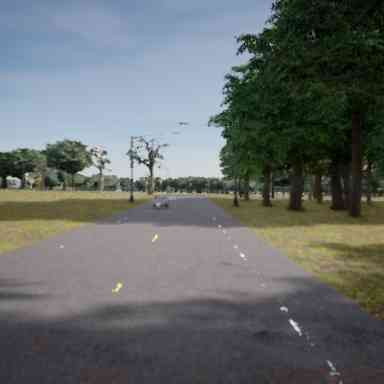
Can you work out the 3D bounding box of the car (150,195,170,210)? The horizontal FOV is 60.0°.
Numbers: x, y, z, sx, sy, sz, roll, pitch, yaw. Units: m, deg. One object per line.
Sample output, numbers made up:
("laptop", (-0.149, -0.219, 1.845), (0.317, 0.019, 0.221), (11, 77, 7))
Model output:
("car", (-3.579, 1.148, 37.872), (2.128, 1.511, 4.902), (0, 1, 0))
